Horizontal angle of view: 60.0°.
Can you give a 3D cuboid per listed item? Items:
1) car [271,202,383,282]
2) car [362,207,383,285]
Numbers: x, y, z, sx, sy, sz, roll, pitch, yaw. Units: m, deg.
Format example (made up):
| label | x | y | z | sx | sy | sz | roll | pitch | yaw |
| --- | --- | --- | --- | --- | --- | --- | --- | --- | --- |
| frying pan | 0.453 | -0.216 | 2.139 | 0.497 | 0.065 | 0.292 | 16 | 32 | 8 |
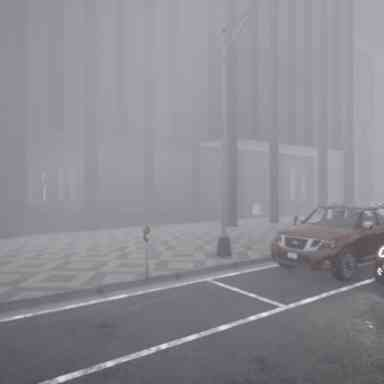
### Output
| label | x | y | z | sx | sy | sz | roll | pitch | yaw |
| --- | --- | --- | --- | --- | --- | --- | --- | --- | --- |
| car | 4.560 | 1.255 | 9.769 | 5.009 | 1.841 | 2.192 | 0 | 0 | -35 |
| car | 6.287 | 1.290 | 7.848 | 4.553 | 1.767 | 2.097 | 0 | 0 | -35 |
